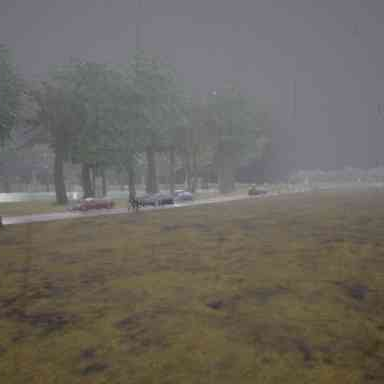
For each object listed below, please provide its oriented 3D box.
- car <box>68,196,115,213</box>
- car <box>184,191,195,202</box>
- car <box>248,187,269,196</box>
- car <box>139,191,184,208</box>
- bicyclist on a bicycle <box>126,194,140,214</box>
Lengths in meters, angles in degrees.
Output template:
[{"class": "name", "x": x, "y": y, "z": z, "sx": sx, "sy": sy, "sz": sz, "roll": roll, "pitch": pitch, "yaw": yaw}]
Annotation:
[{"class": "car", "x": -9.424, "y": 1.118, "z": 31.483, "sx": 1.812, "sy": 1.442, "sz": 4.674, "roll": -1, "pitch": 1, "yaw": 35}, {"class": "car", "x": -1.387, "y": 0.650, "z": 42.817, "sx": 1.812, "sy": 1.442, "sz": 4.674, "roll": -1, "pitch": 1, "yaw": 35}, {"class": "car", "x": 11.154, "y": -0.127, "z": 55.481, "sx": 1.882, "sy": 1.535, "sz": 5.008, "roll": -1, "pitch": 2, "yaw": 36}, {"class": "car", "x": -3.410, "y": 0.840, "z": 34.881, "sx": 2.128, "sy": 1.511, "sz": 4.902, "roll": -1, "pitch": 1, "yaw": 35}, {"class": "bicyclist on a bicycle", "x": -4.908, "y": 0.975, "z": 27.507, "sx": 1.656, "sy": 1.620, "sz": 0.582, "roll": -1, "pitch": 1, "yaw": 35}]
